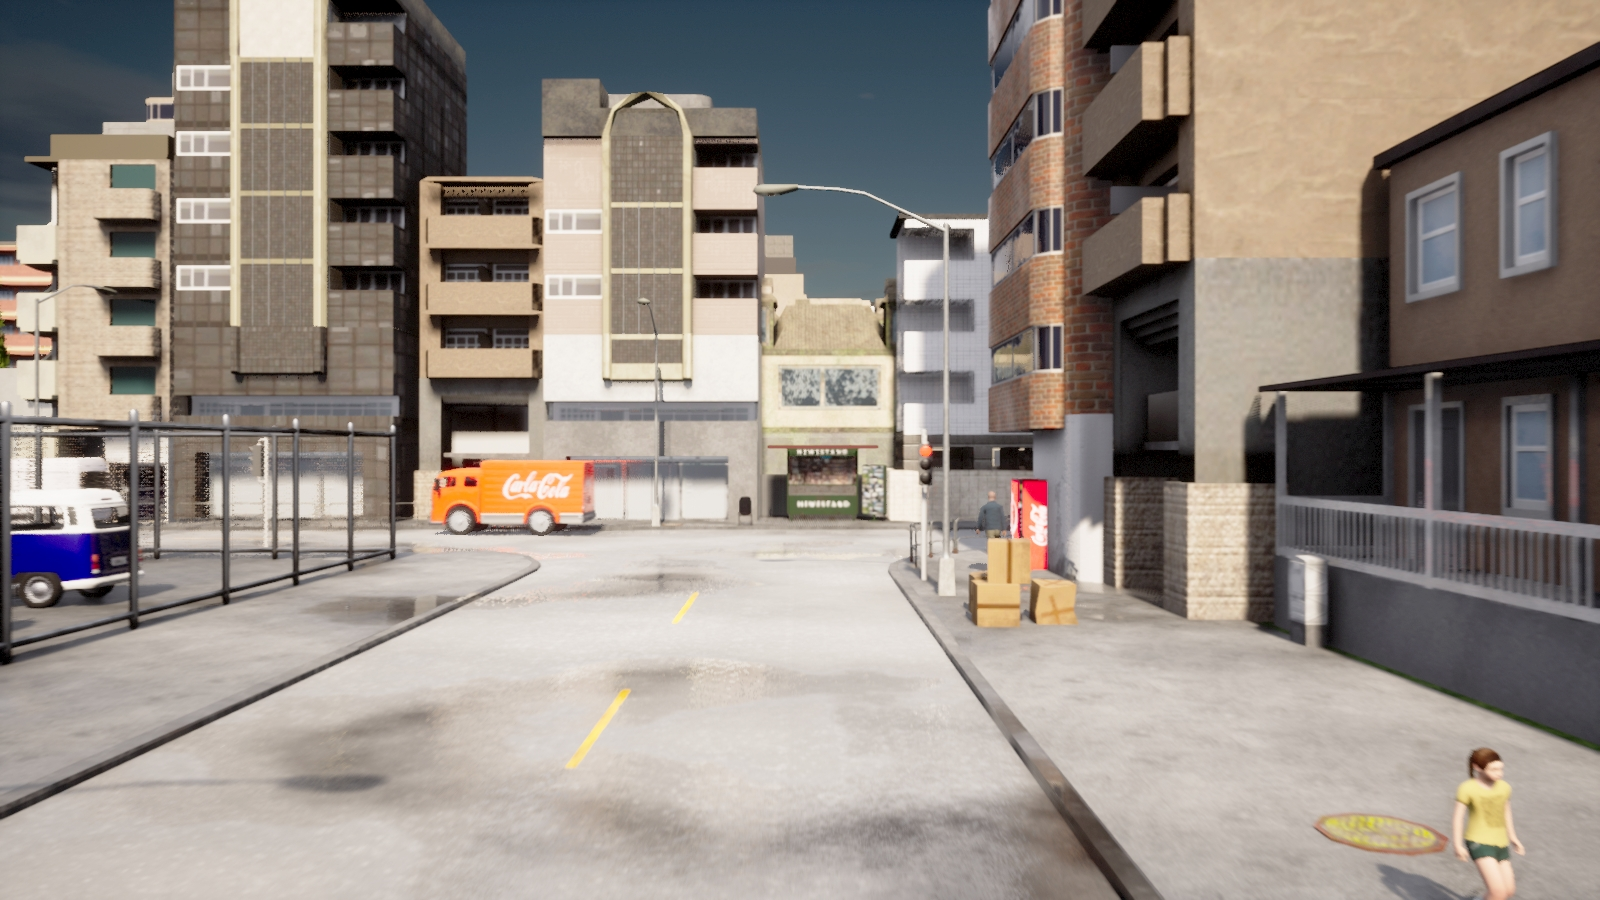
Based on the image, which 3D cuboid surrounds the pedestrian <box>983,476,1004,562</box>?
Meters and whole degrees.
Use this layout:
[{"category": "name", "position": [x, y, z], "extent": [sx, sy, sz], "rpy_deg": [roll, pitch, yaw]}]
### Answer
[{"category": "pedestrian", "position": [4.255, 1.516, 25.078], "extent": [0.375, 1.860, 0.375], "rpy_deg": [0, 0, -4]}]

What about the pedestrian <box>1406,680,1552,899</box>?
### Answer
[{"category": "pedestrian", "position": [3.807, 1.905, 6.430], "extent": [0.500, 1.100, 0.500], "rpy_deg": [0, 0, -11]}]

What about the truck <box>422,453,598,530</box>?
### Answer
[{"category": "truck", "position": [-9.606, 1.348, 38.247], "extent": [5.204, 2.467, 2.627], "rpy_deg": [0, 0, 0]}]

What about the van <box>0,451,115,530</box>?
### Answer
[{"category": "van", "position": [-26.463, 1.314, 38.222], "extent": [5.915, 2.561, 1.988], "rpy_deg": [0, 0, 0]}]
